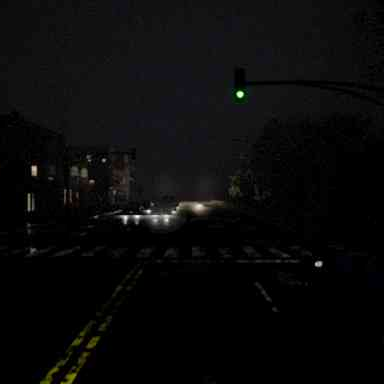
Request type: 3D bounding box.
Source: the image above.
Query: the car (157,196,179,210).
[{"bbox_3d":[-3.357,1.544,48.215,2.150,2.045,5.566,0,0,0],"label":"car"}]

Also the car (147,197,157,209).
[{"bbox_3d":[-6.606,1.871,48.262,2.033,1.411,5.357,0,0,0],"label":"car"}]

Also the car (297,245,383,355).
[{"bbox_3d":[3.355,1.584,5.340,2.033,1.411,5.357,0,0,0],"label":"car"}]

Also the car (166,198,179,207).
[{"bbox_3d":[-3.363,1.874,59.050,1.882,1.535,5.008,0,0,1],"label":"car"}]

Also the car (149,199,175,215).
[{"bbox_3d":[-3.336,1.817,37.852,1.994,1.385,4.181,0,0,0],"label":"car"}]

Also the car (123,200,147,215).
[{"bbox_3d":[-6.614,1.801,37.961,2.033,1.411,5.357,0,0,-3],"label":"car"}]
